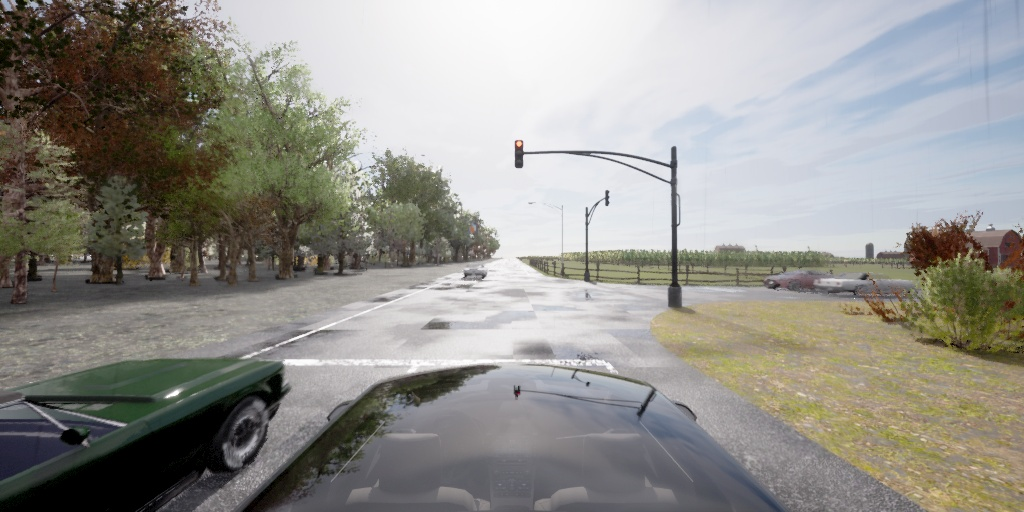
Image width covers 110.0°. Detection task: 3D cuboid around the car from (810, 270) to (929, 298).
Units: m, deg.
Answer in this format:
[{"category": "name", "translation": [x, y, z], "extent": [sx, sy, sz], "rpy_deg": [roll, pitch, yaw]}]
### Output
[{"category": "car", "translation": [19.772, 1.559, 19.778], "extent": [4.718, 1.301, 1.895], "rpy_deg": [1, -1, 1]}]

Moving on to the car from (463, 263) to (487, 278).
[{"category": "car", "translation": [-3.364, 1.355, 33.879], "extent": [1.895, 1.301, 4.718], "rpy_deg": [0, 0, 0]}]

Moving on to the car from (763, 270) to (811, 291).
[{"category": "car", "translation": [18.954, 1.575, 23.452], "extent": [4.181, 1.385, 1.994], "rpy_deg": [1, -1, 0]}]

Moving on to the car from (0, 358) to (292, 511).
[{"category": "car", "translation": [-3.397, 1.351, 1.854], "extent": [1.895, 1.301, 4.718], "rpy_deg": [0, 0, 0]}]
